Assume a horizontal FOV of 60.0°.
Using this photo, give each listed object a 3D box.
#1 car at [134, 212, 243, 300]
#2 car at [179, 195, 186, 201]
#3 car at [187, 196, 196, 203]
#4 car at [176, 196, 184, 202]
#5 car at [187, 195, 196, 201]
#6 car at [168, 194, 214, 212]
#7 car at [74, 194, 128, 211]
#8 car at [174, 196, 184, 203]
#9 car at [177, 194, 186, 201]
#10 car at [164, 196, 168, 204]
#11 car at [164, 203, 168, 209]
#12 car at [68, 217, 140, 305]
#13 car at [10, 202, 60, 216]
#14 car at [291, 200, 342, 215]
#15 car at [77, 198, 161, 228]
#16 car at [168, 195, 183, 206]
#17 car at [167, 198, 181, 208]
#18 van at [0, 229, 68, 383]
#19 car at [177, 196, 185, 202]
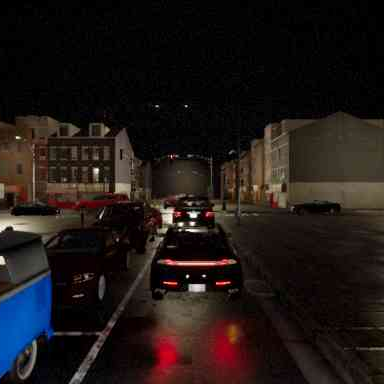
[{"bbox_3d":[0.089,1.497,8.352,2.128,1.511,4.902,0,0,0],"label":"car"},{"bbox_3d":[-2.751,1.603,94.276,1.967,1.590,4.097,0,0,0],"label":"car"},{"bbox_3d":[-0.085,1.702,76.181,1.895,1.301,4.718,0,0,0],"label":"car"},{"bbox_3d":[-2.731,1.644,77.825,1.752,1.417,4.829,0,0,0],"label":"car"},{"bbox_3d":[-0.097,1.498,86.154,2.128,1.511,4.902,0,0,0],"label":"car"},{"bbox_3d":[0.079,1.236,18.545,2.150,2.045,5.566,0,0,0],"label":"car"},{"bbox_3d":[-9.046,1.236,33.827,5.566,2.045,2.150,0,0,0],"label":"car"},{"bbox_3d":[-2.725,1.656,72.568,2.008,1.369,4.403,0,0,0],"label":"car"},{"bbox_3d":[-2.746,1.462,88.849,2.192,1.841,5.009,0,0,0],"label":"car"},{"bbox_3d":[-2.696,1.365,45.434,2.192,1.841,5.009,0,0,0],"label":"car"},{"bbox_3d":[-2.664,1.560,19.024,1.887,1.381,4.507,0,0,0],"label":"car"},{"bbox_3d":[-2.652,1.550,8.156,1.887,1.381,4.507,0,0,0],"label":"car"},{"bbox_3d":[-14.488,1.593,30.879,4.181,1.385,1.994,0,0,0],"label":"car"},{"bbox_3d":[12.601,1.533,33.810,4.902,1.511,2.128,0,0,0],"label":"car"},{"bbox_3d":[-2.660,1.325,13.591,2.192,1.841,5.009,0,0,0],"label":"car"},{"bbox_3d":[-2.708,1.384,56.288,2.192,1.841,5.009,0,0,0],"label":"car"},{"bbox_3d":[-2.700,1.625,50.860,1.947,1.339,4.313,0,0,0],"label":"car"},{"bbox_3d":[-2.647,1.343,2.723,1.690,1.788,3.998,0,0,0],"label":"van"},{"bbox_3d":[-2.737,1.699,83.422,1.947,1.339,4.313,0,0,0],"label":"car"}]
